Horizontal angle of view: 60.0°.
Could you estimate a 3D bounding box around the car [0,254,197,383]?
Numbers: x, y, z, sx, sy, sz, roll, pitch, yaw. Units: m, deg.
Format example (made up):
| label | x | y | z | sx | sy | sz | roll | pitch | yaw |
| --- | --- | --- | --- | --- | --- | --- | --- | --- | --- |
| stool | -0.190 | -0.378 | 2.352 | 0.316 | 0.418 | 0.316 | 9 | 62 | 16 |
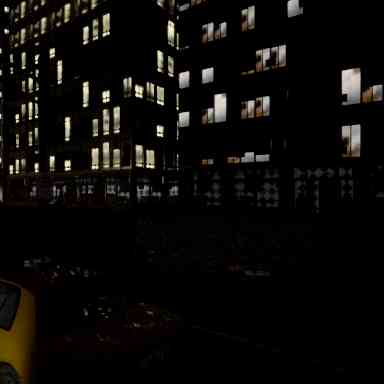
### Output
| label | x | y | z | sx | sy | sz | roll | pitch | yaw |
| --- | --- | --- | --- | --- | --- | --- | --- | --- | --- |
| car | -2.227 | 1.526 | 4.458 | 4.829 | 1.417 | 1.752 | 0 | 0 | 35 |
